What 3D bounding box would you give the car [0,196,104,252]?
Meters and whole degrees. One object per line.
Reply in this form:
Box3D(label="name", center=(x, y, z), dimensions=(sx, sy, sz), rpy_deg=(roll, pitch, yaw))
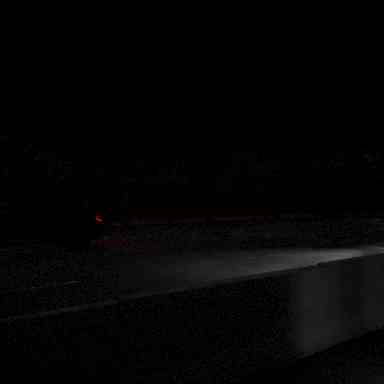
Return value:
Box3D(label="car", center=(-6.097, 1.182, 12.336), dimensions=(5.566, 2.045, 2.150), rpy_deg=(0, 0, -34))
